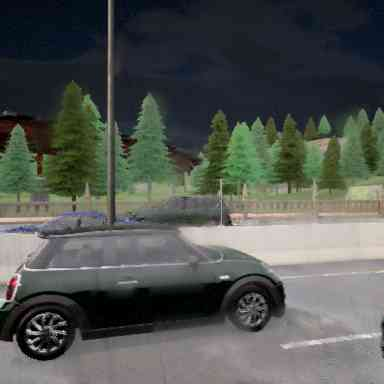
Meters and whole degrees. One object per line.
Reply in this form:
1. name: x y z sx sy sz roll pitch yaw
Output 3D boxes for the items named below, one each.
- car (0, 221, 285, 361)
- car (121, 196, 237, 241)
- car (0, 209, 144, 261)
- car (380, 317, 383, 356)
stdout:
1. car: -0.684 1.353 5.838 4.553 1.767 2.097 0 0 -17
2. car: -0.722 1.222 16.915 5.566 2.045 2.150 0 0 -14
3. car: -4.407 1.477 12.269 5.008 1.535 1.882 0 0 -16
4. car: 4.589 1.477 3.606 5.008 1.535 1.882 0 0 -14
